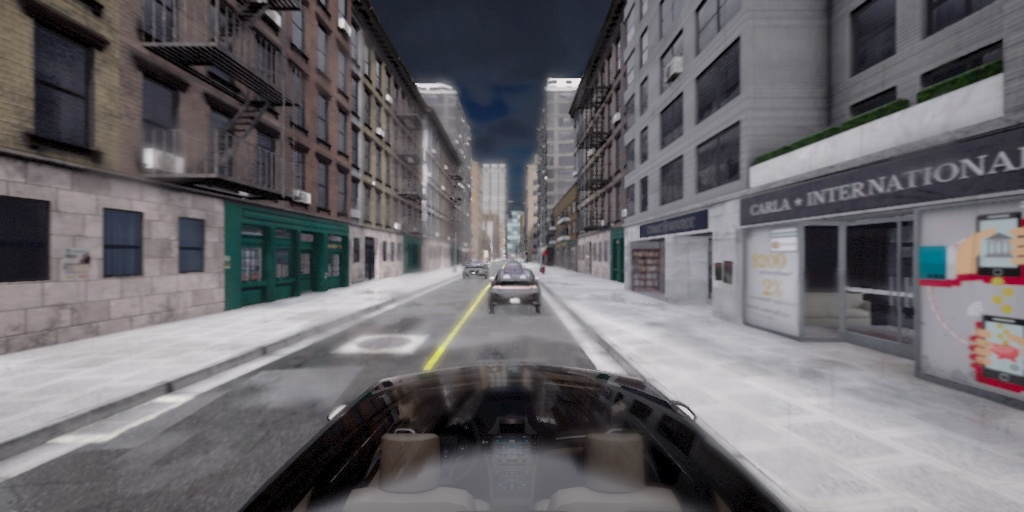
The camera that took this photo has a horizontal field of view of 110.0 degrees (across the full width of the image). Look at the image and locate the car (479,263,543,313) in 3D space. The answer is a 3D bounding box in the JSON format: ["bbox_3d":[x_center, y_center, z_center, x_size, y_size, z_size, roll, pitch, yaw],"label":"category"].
[{"bbox_3d":[0.109,1.210,13.825,2.128,1.511,4.902,0,0,0],"label":"car"}]

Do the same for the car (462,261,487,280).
[{"bbox_3d":[-2.982,1.151,30.228,1.994,1.385,4.181,0,0,0],"label":"car"}]

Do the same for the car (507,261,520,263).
[{"bbox_3d":[0.124,1.221,34.116,2.033,1.411,5.357,0,0,0],"label":"car"}]
